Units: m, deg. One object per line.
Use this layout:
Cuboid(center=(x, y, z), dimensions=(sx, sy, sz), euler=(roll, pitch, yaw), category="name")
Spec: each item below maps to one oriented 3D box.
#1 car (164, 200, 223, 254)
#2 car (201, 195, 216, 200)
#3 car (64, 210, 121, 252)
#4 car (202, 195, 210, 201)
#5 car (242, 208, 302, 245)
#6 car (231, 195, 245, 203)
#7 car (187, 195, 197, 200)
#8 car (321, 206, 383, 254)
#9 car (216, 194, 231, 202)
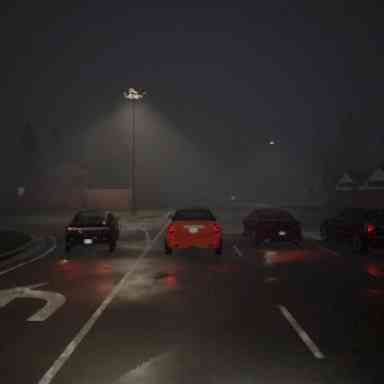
Cuboid(center=(0.069, 1.364, 13.758), dimensions=(2.097, 1.767, 4.553), euler=(0, 0, 0), category="car")
Cuboid(center=(3.506, 1.414, 73.673), dimensions=(2.097, 1.767, 4.553), euler=(0, 0, 0), category="car")
Cuboid(center=(-4.100, 1.506, 14.017), dimensions=(2.128, 1.511, 4.902), euler=(0, 0, -11), category="car")
Cuboid(center=(3.507, 1.427, 83.707), dimensions=(1.837, 1.490, 4.892), euler=(0, 0, 0), category="car")
Cuboid(center=(3.579, 1.492, 15.631), dimensions=(1.882, 1.535, 5.008), euler=(0, 0, 0), category="car")
Cuboid(center=(10.506, 1.654, 73.734), dimensions=(1.895, 1.301, 4.718), euler=(0, 0, 0), category="car")
Cuboid(center=(0.006, 1.415, 73.675), dimensions=(2.097, 1.767, 4.553), euler=(0, 0, 0), category="car")
Cuboid(center=(7.069, 1.364, 13.772), dimensions=(2.097, 1.767, 4.553), euler=(0, 0, 0), category="car")
Cuboid(center=(7.006, 1.654, 74.470), dimensions=(1.895, 1.301, 4.718), euler=(0, 0, 0), category="car")
